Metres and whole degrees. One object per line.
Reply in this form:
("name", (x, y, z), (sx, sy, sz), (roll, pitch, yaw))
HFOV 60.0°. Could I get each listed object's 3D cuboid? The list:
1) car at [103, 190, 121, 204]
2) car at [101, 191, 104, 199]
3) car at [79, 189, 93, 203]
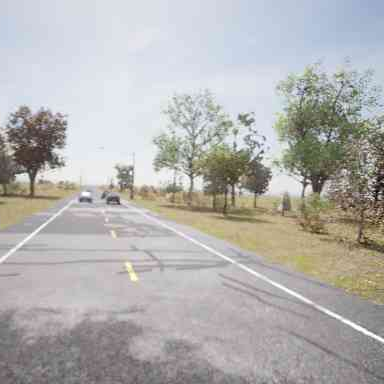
("car", (-11.288, 0.887, 47.506), (1.837, 1.490, 4.892), (3, 0, -17))
("car", (-16.596, 0.443, 64.894), (2.097, 1.767, 4.553), (3, 0, -16))
("car", (-15.134, 0.720, 47.601), (2.033, 1.411, 5.357), (3, 0, -16))
